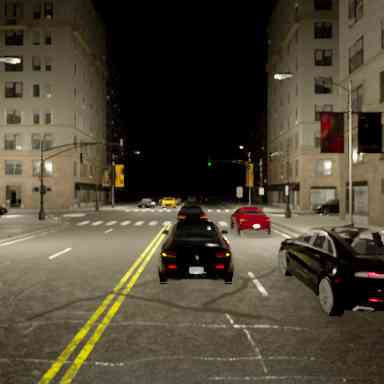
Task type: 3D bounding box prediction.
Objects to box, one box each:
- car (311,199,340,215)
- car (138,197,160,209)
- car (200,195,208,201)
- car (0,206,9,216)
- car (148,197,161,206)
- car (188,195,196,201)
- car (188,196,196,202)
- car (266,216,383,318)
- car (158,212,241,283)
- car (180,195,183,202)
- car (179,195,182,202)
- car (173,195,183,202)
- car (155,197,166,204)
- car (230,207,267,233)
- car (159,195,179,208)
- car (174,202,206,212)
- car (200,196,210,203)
[{"bbox_3d":[14.755,1.480,34.270,4.553,1.767,2.097,0,0,1],"label":"car"},{"bbox_3d":[-6.577,1.664,48.974,2.033,1.411,5.357,0,0,4],"label":"car"},{"bbox_3d":[3.237,1.620,88.348,1.994,1.385,4.181,0,0,0],"label":"car"},{"bbox_3d":[-19.763,1.612,31.453,4.181,1.385,1.994,0,0,0],"label":"car"},{"bbox_3d":[-6.588,1.644,58.713,1.837,1.490,4.892,0,0,0],"label":"car"},{"bbox_3d":[-0.013,1.620,88.347,1.994,1.385,4.181,0,0,0],"label":"car"},{"bbox_3d":[-0.011,1.771,78.374,1.895,1.301,4.718,0,0,0],"label":"car"},{"bbox_3d":[3.338,1.508,7.431,2.128,1.511,4.902,0,0,0],"label":"car"},{"bbox_3d":[0.093,1.547,9.569,1.812,1.442,4.674,0,0,0],"label":"car"},{"bbox_3d":[-3.271,1.511,68.059,2.097,1.767,4.553,0,0,0],"label":"car"},{"bbox_3d":[-3.338,1.739,58.607,1.895,1.301,4.718,0,0,0],"label":"car"},{"bbox_3d":[-3.261,1.511,78.020,2.097,1.767,4.553,0,0,0],"label":"car"},{"bbox_3d":[-6.510,1.686,68.866,1.812,1.442,4.674,0,0,0],"label":"car"},{"bbox_3d":[3.279,1.569,19.051,1.812,1.442,4.674,0,0,1],"label":"car"},{"bbox_3d":[-3.362,1.595,49.269,1.882,1.535,5.008,0,0,-1],"label":"car"},{"bbox_3d":[-0.047,1.574,20.956,1.812,1.442,4.674,0,0,-3],"label":"car"},{"bbox_3d":[3.239,1.714,77.928,2.033,1.411,5.357,0,0,0],"label":"car"}]
